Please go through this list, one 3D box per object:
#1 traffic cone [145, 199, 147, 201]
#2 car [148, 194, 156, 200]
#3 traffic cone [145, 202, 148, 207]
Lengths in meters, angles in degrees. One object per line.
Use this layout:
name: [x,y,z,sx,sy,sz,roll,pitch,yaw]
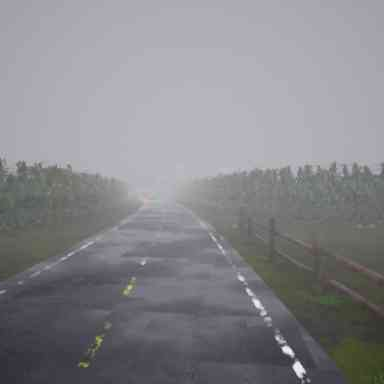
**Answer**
traffic cone: [-7.067,1.837,51.410,0.340,0.580,0.340,0,0,-7]
car: [-10.091,1.285,84.129,1.882,1.535,5.008,0,0,-12]
traffic cone: [-5.965,1.861,41.528,0.340,0.580,0.340,0,0,-6]
